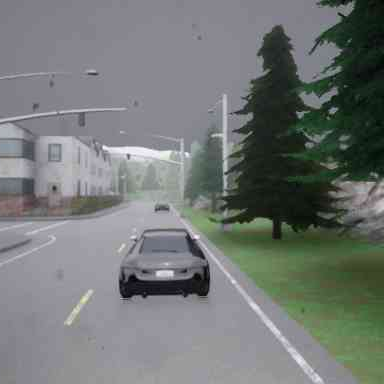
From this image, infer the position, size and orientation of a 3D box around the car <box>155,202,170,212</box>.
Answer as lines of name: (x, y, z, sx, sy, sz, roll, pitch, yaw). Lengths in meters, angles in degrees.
car: (-3.908, 1.932, 43.569, 1.895, 1.301, 4.718, 0, 0, -6)

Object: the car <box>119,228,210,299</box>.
car: (-0.696, 1.631, 8.715, 1.994, 1.385, 4.181, 0, 0, -4)
